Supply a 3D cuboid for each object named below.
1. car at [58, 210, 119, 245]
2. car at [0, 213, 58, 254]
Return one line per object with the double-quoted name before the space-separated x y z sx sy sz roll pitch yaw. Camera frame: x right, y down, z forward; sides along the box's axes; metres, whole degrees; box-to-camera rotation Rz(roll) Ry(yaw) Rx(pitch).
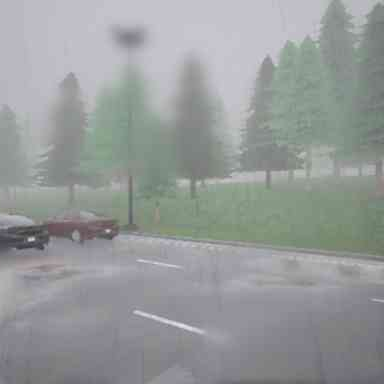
"car" -5.776 1.624 16.647 5.008 1.535 1.882 0 0 38
"car" -7.915 1.621 13.877 5.008 1.535 1.882 0 0 38
